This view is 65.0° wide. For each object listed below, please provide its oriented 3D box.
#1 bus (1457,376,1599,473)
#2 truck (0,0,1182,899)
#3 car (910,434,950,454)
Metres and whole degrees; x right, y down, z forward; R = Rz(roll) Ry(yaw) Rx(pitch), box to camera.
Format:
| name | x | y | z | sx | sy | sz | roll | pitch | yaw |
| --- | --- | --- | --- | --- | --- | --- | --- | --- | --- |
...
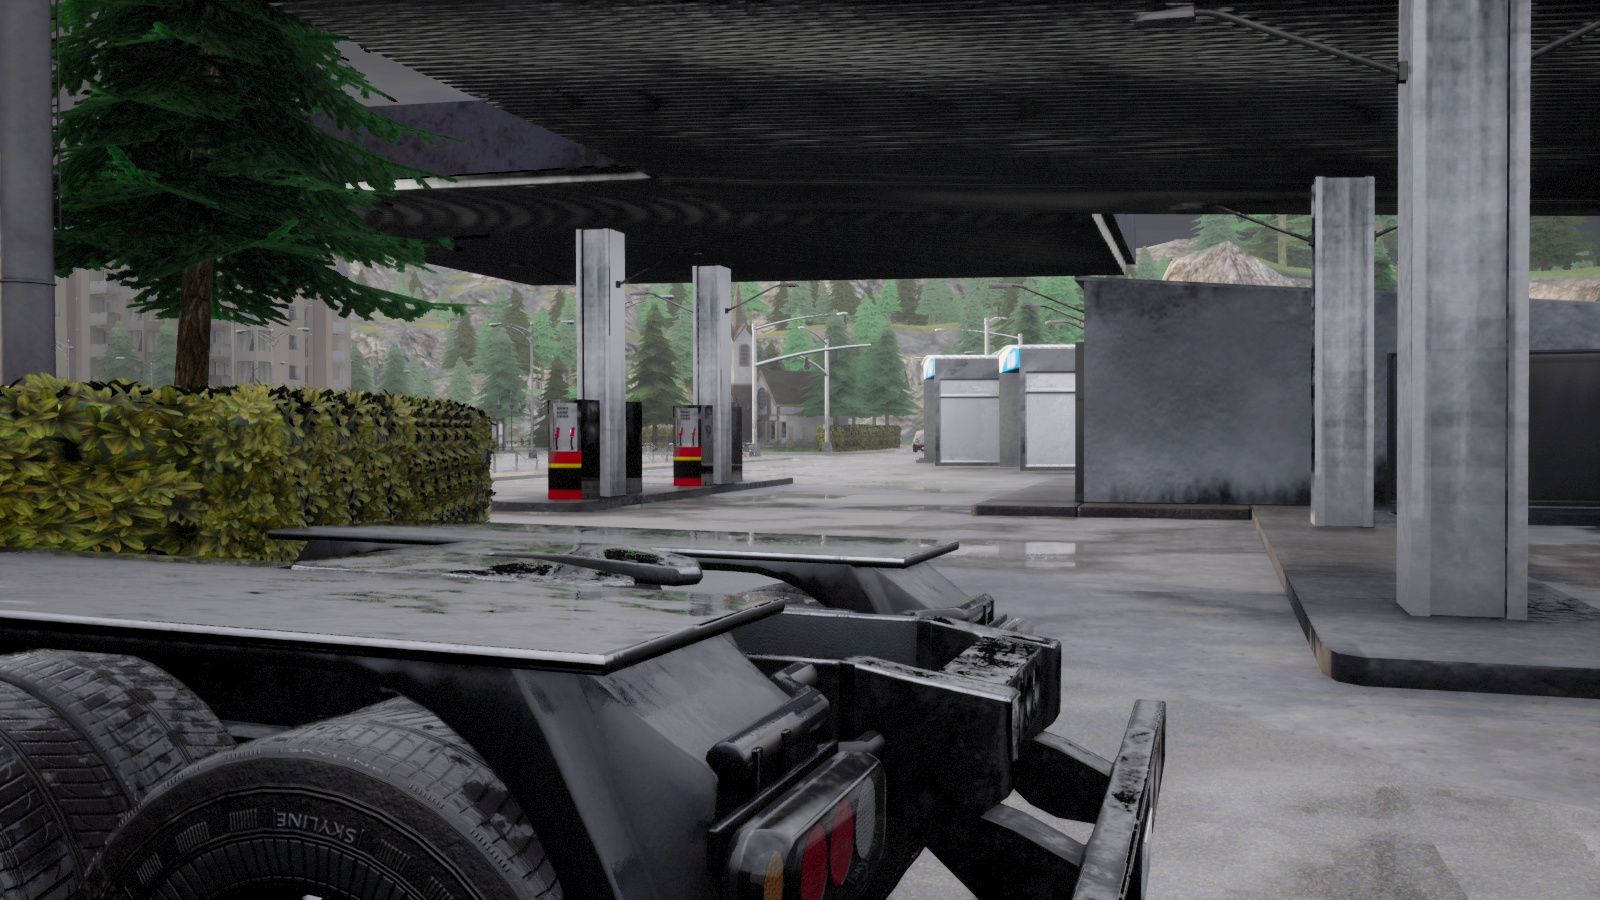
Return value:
| name | x | y | z | sx | sy | sz | roll | pitch | yaw |
| --- | --- | --- | --- | --- | --- | --- | --- | --- | --- |
| bus | 36.394 | -1.187 | 60.261 | 3.944 | 4.253 | 10.273 | 1 | 1 | -2 |
| truck | -2.955 | -0.168 | 4.152 | 7.936 | 3.462 | 2.891 | 1 | 0 | 18 |
| car | 10.122 | -0.505 | 97.455 | 2.163 | 1.488 | 4.792 | 0 | 1 | 17 |
